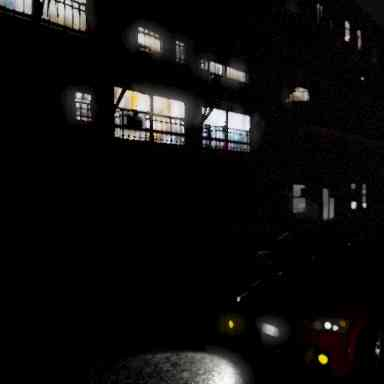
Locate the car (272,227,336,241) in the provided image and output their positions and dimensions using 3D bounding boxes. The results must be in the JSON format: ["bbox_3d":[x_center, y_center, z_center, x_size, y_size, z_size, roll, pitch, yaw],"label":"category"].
[{"bbox_3d":[3.435,1.733,9.898,4.206,1.307,1.802,1,-2,-41],"label":"car"}]

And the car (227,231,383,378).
[{"bbox_3d":[2.533,1.651,5.708,4.181,1.385,1.994,1,-1,-41],"label":"car"}]
